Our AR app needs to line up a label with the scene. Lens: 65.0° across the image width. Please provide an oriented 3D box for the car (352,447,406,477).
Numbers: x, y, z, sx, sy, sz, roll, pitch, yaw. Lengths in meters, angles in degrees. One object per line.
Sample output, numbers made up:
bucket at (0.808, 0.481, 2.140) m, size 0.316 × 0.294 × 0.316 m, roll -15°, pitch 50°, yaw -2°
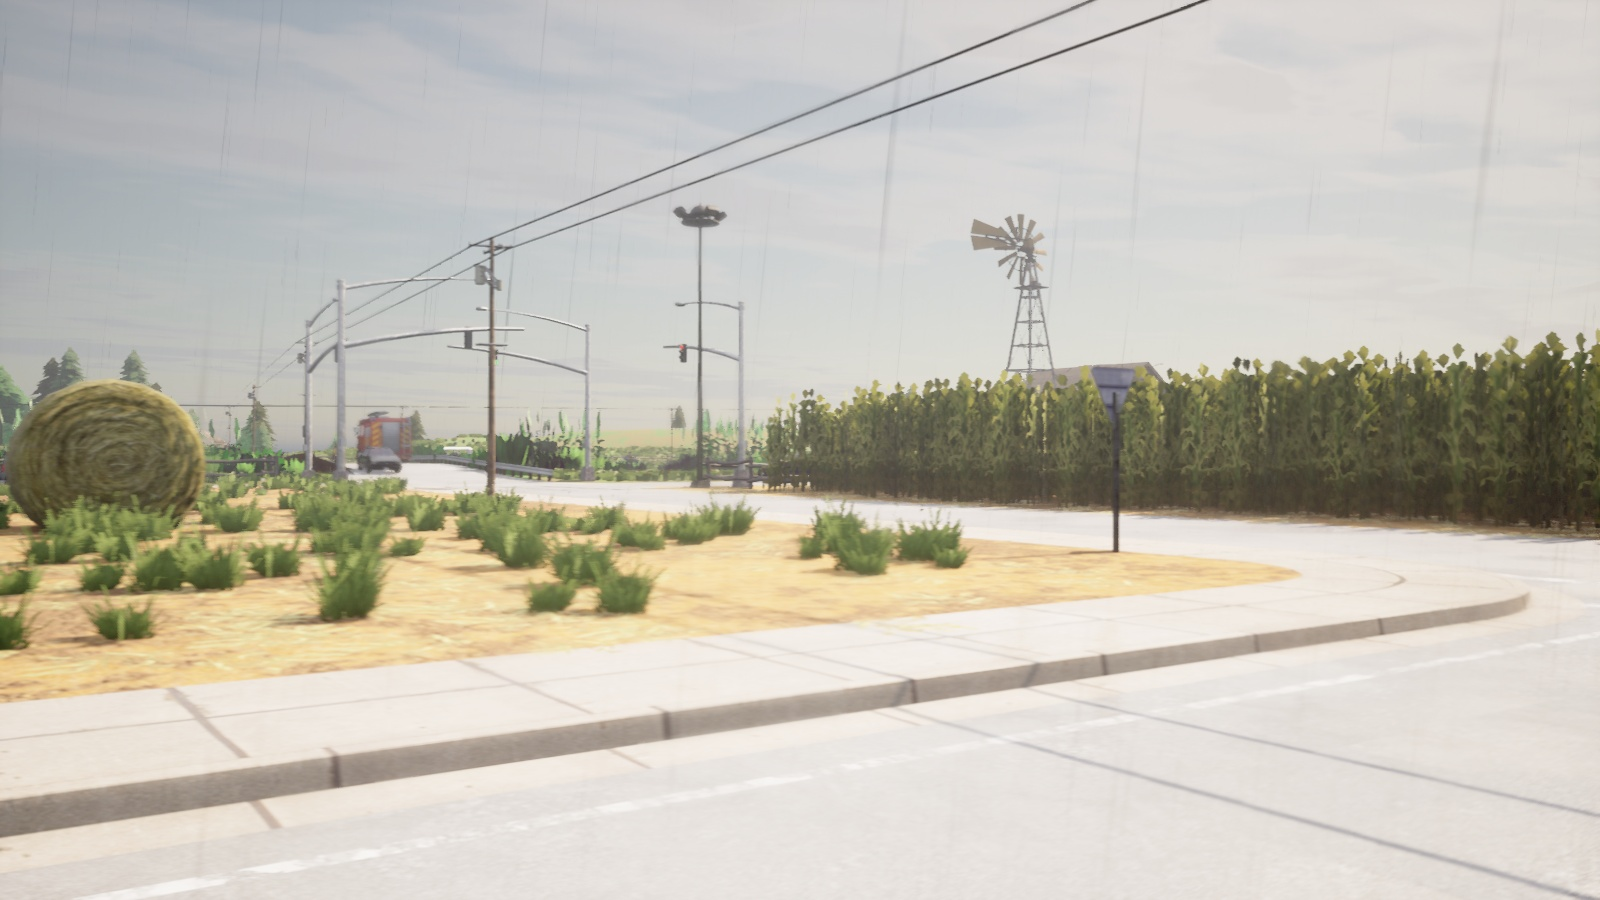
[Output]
car at (-24.271, 0.648, 72.268) m, size 2.033 × 1.411 × 5.357 m, roll 0°, pitch 3°, yaw -28°

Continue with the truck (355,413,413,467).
truck at (-30.841, -0.675, 92.880) m, size 2.891 × 3.827 × 8.468 m, roll -1°, pitch 0°, yaw -26°

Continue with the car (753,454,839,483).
car at (-0.190, 0.936, 65.546) m, size 4.193 × 1.474 × 1.816 m, roll 0°, pitch 0°, yaw -34°

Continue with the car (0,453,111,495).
car at (-28.619, 0.893, 48.236) m, size 3.705 × 1.549 × 1.789 m, roll 0°, pitch 0°, yaw -31°
